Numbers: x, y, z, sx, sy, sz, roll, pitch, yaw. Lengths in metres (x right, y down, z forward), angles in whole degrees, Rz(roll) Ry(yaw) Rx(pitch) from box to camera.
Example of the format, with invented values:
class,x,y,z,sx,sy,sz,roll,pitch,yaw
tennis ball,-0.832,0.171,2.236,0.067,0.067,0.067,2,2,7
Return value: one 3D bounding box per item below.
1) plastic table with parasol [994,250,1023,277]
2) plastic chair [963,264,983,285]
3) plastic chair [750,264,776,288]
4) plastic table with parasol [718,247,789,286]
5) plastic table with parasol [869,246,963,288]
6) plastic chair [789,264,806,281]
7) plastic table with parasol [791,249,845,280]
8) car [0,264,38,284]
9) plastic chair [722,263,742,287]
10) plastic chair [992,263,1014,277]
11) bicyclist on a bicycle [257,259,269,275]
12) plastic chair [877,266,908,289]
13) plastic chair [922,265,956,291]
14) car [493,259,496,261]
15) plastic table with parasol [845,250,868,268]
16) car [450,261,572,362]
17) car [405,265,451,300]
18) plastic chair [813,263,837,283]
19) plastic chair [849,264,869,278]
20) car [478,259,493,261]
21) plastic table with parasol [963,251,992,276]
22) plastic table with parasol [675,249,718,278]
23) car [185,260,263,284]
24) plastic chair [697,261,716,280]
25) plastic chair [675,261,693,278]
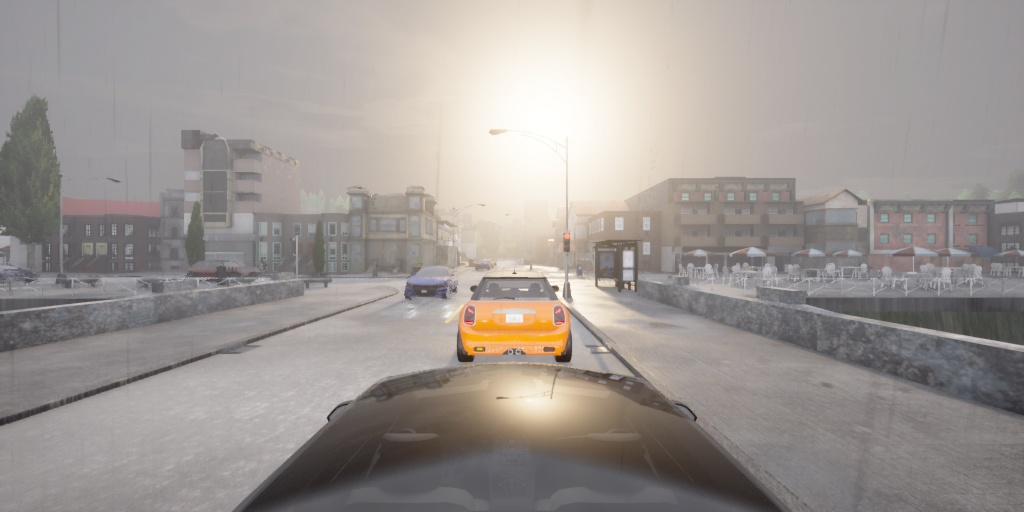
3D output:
class,x,y,z,sx,sy,sz,roll,pitch,yaw
plastic table with parasol,46.707,0.675,33.180,2.482,2.480,2.482,0,0,0
plastic chair,30.504,1.279,23.805,0.750,1.272,0.730,0,0,0
plastic chair,15.003,1.279,21.410,0.750,1.272,0.730,0,0,0
plastic table with parasol,15.173,0.675,22.670,2.482,2.480,2.482,0,0,0
plastic table with parasol,23.803,0.675,21.257,2.482,2.480,2.482,0,0,0
plastic chair,21.705,1.279,27.508,0.730,1.272,0.750,0,0,0
plastic table with parasol,22.905,0.675,27.458,2.482,2.480,2.482,0,0,0
car,-37.769,1.275,26.182,4.674,1.442,1.812,0,0,0
plastic chair,13.903,1.279,22.811,0.730,1.272,0.750,0,0,0
plastic chair,45.507,1.279,33.301,0.730,1.272,0.750,0,0,0
bicyclist on a bicycle,-24.013,1.099,34.562,0.582,1.620,1.656,0,0,0
plastic chair,22.603,1.279,21.308,0.730,1.272,0.750,0,0,0
plastic chair,23.702,1.279,19.907,0.750,1.272,0.730,0,0,0
car,-4.068,1.228,60.682,1.882,1.535,5.008,0,0,0
plastic table with parasol,30.236,0.675,32.175,2.482,2.480,2.482,0,0,0
car,0.062,1.102,8.353,2.097,1.767,4.553,0,0,1
car,-3.801,1.228,17.784,1.882,1.535,5.008,1,0,-1
plastic chair,22.804,1.279,26.108,0.750,1.272,0.730,0,0,0
plastic chair,29.906,1.279,30.805,0.750,1.272,0.730,0,0,0
car,-4.088,1.228,51.032,1.882,1.535,5.008,0,0,0
plastic table with parasol,30.514,0.675,25.085,2.482,2.480,2.482,0,0,0
plastic table with parasol,15.926,0.675,30.490,2.482,2.480,2.482,0,0,0
car,-20.897,1.102,26.163,4.553,1.767,2.097,0,0,0
plastic chair,15.805,1.279,29.210,0.750,1.272,0.730,0,0,0
plastic chair,14.706,1.279,30.610,0.730,1.272,0.750,0,0,0
